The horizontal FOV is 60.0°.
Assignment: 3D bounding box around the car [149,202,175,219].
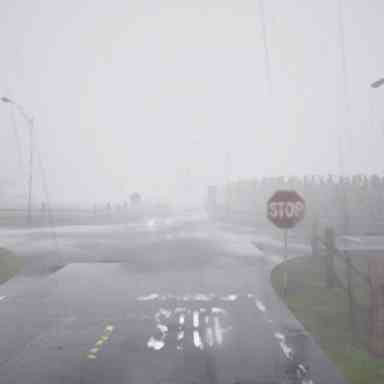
[{"bbox_3d":[-2.768,1.721,30.975,1.812,1.442,4.674,0,1,1],"label":"car"}]
